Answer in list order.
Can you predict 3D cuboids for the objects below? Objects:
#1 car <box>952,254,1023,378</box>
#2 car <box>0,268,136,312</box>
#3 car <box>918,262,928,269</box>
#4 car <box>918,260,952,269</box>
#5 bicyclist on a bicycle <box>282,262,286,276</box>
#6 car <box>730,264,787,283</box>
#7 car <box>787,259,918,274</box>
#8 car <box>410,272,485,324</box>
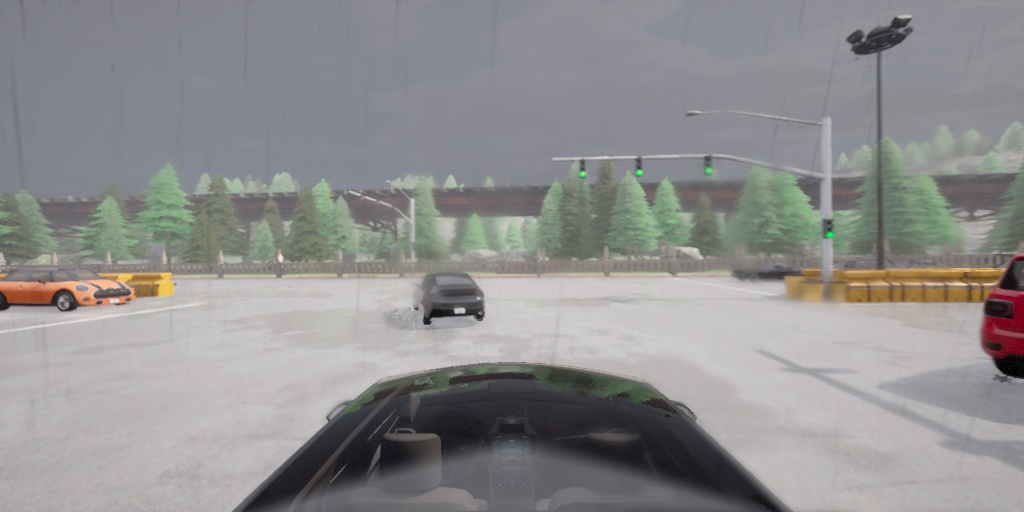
[{"bbox_3d":[9.818,0.893,5.294,5.566,2.045,2.150,0,-2,-17],"label":"car"},{"bbox_3d":[-18.558,1.282,14.928,4.553,1.767,2.097,0,0,5],"label":"car"},{"bbox_3d":[22.101,1.193,22.270,4.718,1.301,1.895,0,0,5],"label":"car"},{"bbox_3d":[27.901,1.038,25.302,4.902,1.511,2.128,-1,0,5],"label":"car"},{"bbox_3d":[-24.112,1.313,37.452,0.582,1.620,1.656,0,0,5],"label":"bicyclist on a bicycle"},{"bbox_3d":[18.684,1.228,26.066,4.718,1.301,1.895,-1,0,5],"label":"car"},{"bbox_3d":[17.936,0.975,19.105,4.553,1.767,2.097,0,0,5],"label":"car"},{"bbox_3d":[-2.283,1.291,12.298,1.837,1.490,4.892,0,0,-20],"label":"car"}]
